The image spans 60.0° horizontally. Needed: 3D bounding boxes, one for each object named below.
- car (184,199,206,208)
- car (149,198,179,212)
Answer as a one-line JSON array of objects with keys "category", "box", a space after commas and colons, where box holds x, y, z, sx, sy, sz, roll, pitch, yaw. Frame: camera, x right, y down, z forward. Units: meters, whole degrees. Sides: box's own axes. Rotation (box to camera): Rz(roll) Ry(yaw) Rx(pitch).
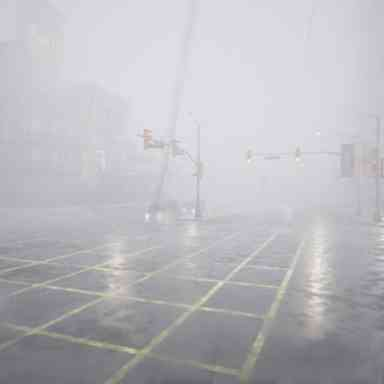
[{"category": "car", "box": [0.453, 1.650, 48.565, 1.895, 1.301, 4.718, 0, 0, 21]}, {"category": "car", "box": [-3.234, 1.500, 39.039, 1.882, 1.535, 5.008, 0, 0, 23]}]
